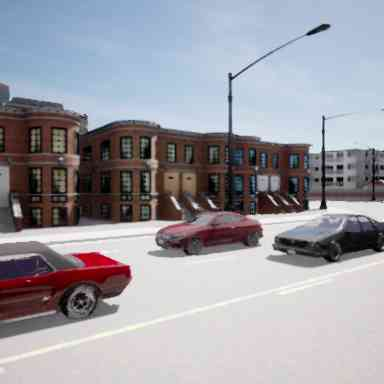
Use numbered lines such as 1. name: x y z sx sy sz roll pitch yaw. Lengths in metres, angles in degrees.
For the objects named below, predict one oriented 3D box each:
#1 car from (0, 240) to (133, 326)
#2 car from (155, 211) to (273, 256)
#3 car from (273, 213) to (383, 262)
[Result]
1. car: -3.559 1.600 5.750 4.718 1.301 1.895 0 0 -36
2. car: 0.817 1.491 13.103 4.674 1.442 1.812 0 0 -35
3. car: 5.323 1.500 12.071 5.357 1.411 2.033 0 0 -35
